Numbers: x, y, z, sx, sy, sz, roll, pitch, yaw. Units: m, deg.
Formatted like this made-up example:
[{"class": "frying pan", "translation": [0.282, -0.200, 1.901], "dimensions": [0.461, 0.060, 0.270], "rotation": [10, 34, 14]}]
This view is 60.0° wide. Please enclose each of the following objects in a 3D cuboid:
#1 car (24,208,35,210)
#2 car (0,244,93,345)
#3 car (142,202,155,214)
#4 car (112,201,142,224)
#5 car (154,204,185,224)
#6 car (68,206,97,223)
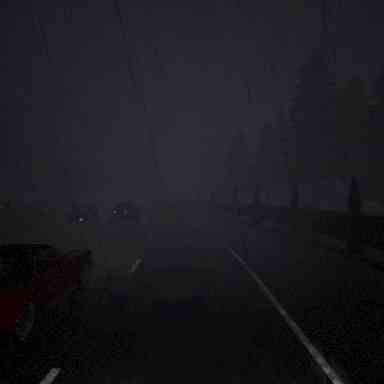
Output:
[{"class": "car", "translation": [-22.240, 1.933, 46.129], "dimensions": [1.837, 1.490, 4.892], "rotation": [0, -1, -23]}, {"class": "car", "translation": [-3.430, 1.661, 6.408], "dimensions": [1.895, 1.301, 4.718], "rotation": [0, -1, -1]}, {"class": "car", "translation": [-5.267, 1.903, 40.713], "dimensions": [1.812, 1.442, 4.674], "rotation": [0, -1, -18]}, {"class": "car", "translation": [-5.538, 1.609, 27.791], "dimensions": [2.097, 1.767, 4.553], "rotation": [0, -1, -10]}, {"class": "car", "translation": [-1.812, 1.852, 27.102], "dimensions": [1.895, 1.301, 4.718], "rotation": [0, -1, -10]}, {"class": "car", "translation": [-9.149, 1.862, 28.249], "dimensions": [1.895, 1.301, 4.718], "rotation": [0, -1, -11]}]
